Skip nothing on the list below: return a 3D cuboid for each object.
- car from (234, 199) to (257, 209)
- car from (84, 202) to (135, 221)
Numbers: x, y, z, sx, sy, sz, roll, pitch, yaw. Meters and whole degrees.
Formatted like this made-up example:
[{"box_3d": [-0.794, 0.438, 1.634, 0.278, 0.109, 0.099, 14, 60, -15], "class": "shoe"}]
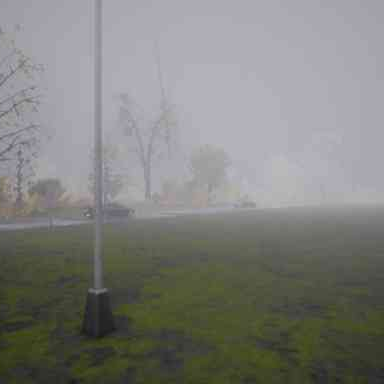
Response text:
[{"box_3d": [8.249, 1.817, 50.802, 2.128, 1.511, 4.902, 1, 0, 36], "class": "car"}, {"box_3d": [-7.108, 1.648, 29.248, 1.837, 1.490, 4.892, 1, 0, 36], "class": "car"}]
